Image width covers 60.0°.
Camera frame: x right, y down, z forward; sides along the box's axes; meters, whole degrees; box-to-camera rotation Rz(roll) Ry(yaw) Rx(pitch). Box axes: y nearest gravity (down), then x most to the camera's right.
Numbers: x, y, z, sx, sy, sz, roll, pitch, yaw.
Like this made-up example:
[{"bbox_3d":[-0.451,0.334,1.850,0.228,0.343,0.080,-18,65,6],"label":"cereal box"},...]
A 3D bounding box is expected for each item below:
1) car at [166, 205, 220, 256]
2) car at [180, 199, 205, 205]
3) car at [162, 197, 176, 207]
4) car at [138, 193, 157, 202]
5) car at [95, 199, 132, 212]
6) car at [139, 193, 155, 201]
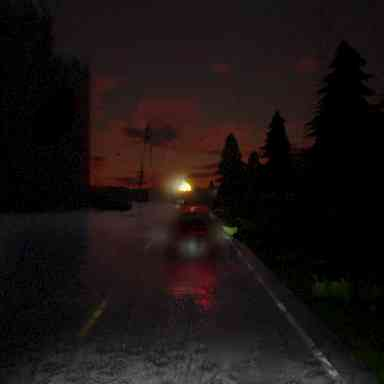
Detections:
[{"bbox_3d":[0.035,1.503,13.063,1.837,1.490,4.892,0,0,0],"label":"car"},{"bbox_3d":[0.040,1.344,27.947,2.097,1.767,4.553,0,0,1],"label":"car"},{"bbox_3d":[-3.584,1.551,52.159,1.994,1.385,4.181,0,0,0],"label":"car"},{"bbox_3d":[-9.549,1.464,71.787,3.988,1.617,1.851,0,0,-1],"label":"car"},{"bbox_3d":[-9.061,1.539,38.778,4.181,1.381,1.994,0,0,-1],"label":"car"},{"bbox_3d":[-11.906,1.333,88.632,3.866,1.878,1.905,0,0,-31],"label":"car"}]
